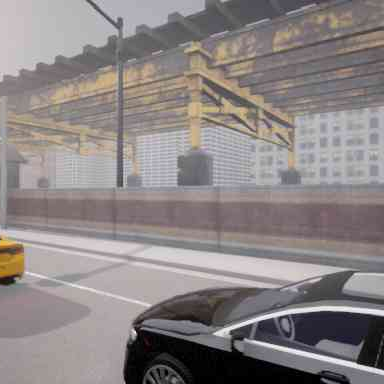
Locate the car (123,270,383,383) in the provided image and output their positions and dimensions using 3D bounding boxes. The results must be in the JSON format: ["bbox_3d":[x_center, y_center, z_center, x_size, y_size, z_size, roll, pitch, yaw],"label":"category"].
[{"bbox_3d":[1.489,1.504,2.931,4.902,1.511,2.128,0,0,36],"label":"car"}]

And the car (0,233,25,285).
[{"bbox_3d":[-6.185,1.502,8.362,5.008,1.535,1.882,0,0,36],"label":"car"}]
